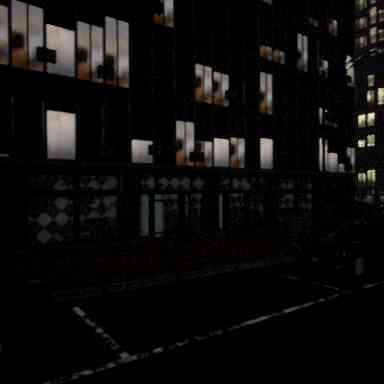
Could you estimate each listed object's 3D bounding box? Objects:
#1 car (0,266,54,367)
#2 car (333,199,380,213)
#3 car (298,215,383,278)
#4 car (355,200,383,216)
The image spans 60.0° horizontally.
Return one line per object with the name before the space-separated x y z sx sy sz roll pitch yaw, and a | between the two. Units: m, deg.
car | -3.989 1.542 3.857 4.403 1.369 2.008 1 -1 -35
car | 19.788 1.623 40.284 1.752 1.417 4.829 0 0 -35
car | 5.187 1.632 10.432 4.507 1.381 1.887 1 -1 -35
car | 17.285 1.739 33.777 1.994 1.385 4.181 -1 1 -35
